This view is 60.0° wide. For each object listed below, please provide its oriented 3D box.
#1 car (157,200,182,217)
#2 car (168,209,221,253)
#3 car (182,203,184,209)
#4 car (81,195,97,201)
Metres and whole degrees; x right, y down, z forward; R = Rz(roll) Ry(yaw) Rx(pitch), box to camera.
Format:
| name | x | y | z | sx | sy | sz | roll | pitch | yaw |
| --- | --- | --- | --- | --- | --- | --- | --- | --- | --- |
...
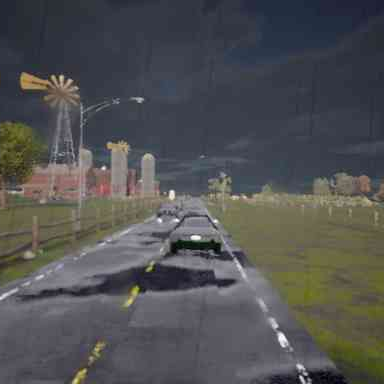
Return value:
| name | x | y | z | sx | sy | sz | roll | pitch | yaw |
| --- | --- | --- | --- | --- | --- | --- | --- | --- | --- |
| car | -2.324 | 1.787 | 33.348 | 1.994 | 1.385 | 4.181 | 1 | 0 | 1 |
| car | 0.168 | 1.675 | 14.314 | 1.994 | 1.385 | 4.181 | 1 | 0 | 1 |
| car | -2.163 | 1.825 | 45.183 | 2.128 | 1.511 | 4.902 | 1 | 0 | 1 |
| car | -27.516 | 1.557 | 88.359 | 4.181 | 1.385 | 1.994 | 1 | -2 | 1 |
